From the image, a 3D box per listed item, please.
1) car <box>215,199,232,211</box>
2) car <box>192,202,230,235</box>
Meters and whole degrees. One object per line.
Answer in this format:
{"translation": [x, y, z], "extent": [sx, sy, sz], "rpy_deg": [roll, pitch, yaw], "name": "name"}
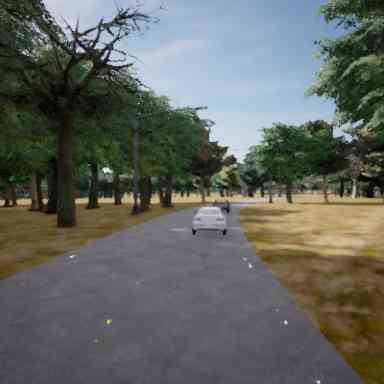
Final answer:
{"translation": [3.415, 1.517, 37.619], "extent": [2.128, 1.511, 4.902], "rpy_deg": [0, 0, 9], "name": "car"}
{"translation": [1.034, 1.547, 19.064], "extent": [1.812, 1.442, 4.674], "rpy_deg": [0, 0, 5], "name": "car"}
